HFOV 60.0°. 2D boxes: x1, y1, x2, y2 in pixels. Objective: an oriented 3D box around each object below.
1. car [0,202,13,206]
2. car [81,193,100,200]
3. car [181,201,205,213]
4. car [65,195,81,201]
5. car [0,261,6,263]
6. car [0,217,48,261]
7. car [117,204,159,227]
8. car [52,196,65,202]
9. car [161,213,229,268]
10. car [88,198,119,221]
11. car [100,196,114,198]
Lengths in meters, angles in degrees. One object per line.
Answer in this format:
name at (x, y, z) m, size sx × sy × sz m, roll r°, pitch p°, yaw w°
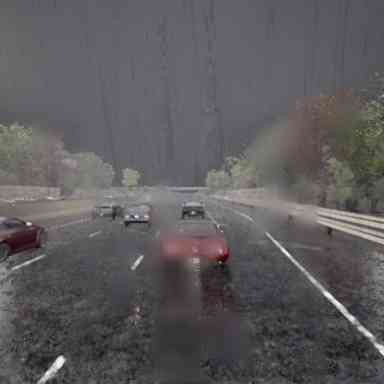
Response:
car at (-17.605, 1.613, 30.439) m, size 1.994 × 1.385 × 4.181 m, roll 0°, pitch 0°, yaw 0°
car at (-21.024, 1.282, 70.602) m, size 2.150 × 2.045 × 5.566 m, roll 0°, pitch 0°, yaw 0°
car at (0.089, 1.526, 29.450) m, size 1.882 × 1.535 × 5.008 m, roll 0°, pitch 0°, yaw 0°
car at (-24.524, 1.412, 70.661) m, size 2.097 × 1.767 × 4.553 m, roll 0°, pitch 0°, yaw 0°
car at (-3.426, 1.604, 2.117) m, size 1.895 × 1.301 × 4.718 m, roll 0°, pitch 0°, yaw 0°
car at (-6.908, 1.580, 11.972) m, size 1.994 × 1.385 × 4.181 m, roll 0°, pitch 0°, yaw 0°
car at (-3.412, 1.582, 23.034) m, size 2.033 × 1.411 × 5.357 m, roll 0°, pitch 0°, yaw 0°
car at (-28.024, 1.582, 70.629) m, size 2.128 × 1.511 × 4.902 m, roll 0°, pitch 0°, yaw 0°
car at (0.093, 1.616, 11.301) m, size 1.895 × 1.301 × 4.718 m, roll 0°, pitch 0°, yaw 0°
car at (-6.912, 1.536, 27.871) m, size 2.128 × 1.511 × 4.902 m, roll 0°, pitch 0°, yaw 0°
car at (-17.524, 1.575, 71.048) m, size 1.994 × 1.385 × 4.181 m, roll 0°, pitch 0°, yaw 0°
